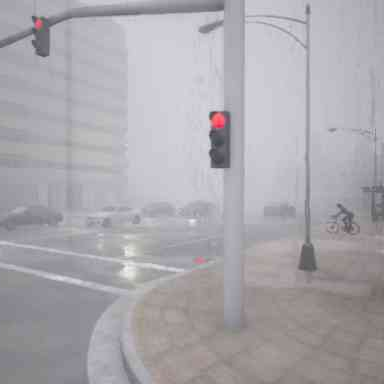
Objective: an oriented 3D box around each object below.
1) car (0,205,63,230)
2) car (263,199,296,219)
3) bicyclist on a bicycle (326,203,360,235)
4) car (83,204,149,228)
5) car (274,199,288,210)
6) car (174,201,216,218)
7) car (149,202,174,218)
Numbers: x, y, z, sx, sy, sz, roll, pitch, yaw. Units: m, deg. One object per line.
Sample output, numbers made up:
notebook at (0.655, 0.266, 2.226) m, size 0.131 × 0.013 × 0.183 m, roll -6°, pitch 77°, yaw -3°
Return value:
car at (-10.738, 1.612, 21.815) m, size 1.812 × 1.442 × 4.674 m, roll 0°, pitch 0°, yaw 33°
car at (8.377, 1.692, 31.619) m, size 1.882 × 1.535 × 5.008 m, roll 0°, pitch 0°, yaw 33°
bicyclist on a bicycle at (7.934, 1.434, 17.552) m, size 1.656 × 1.620 × 0.582 m, roll 0°, pitch -1°, yaw 33°
car at (-5.432, 1.642, 23.523) m, size 1.812 × 1.442 × 4.674 m, roll 0°, pitch 0°, yaw 33°
car at (13.109, 1.819, 49.091) m, size 1.837 × 1.490 × 4.892 m, roll 1°, pitch 0°, yaw 13°
car at (0.614, 1.694, 32.838) m, size 1.837 × 1.490 × 4.892 m, roll 0°, pitch 0°, yaw 33°
car at (-3.490, 1.703, 32.956) m, size 1.812 × 1.442 × 4.674 m, roll 0°, pitch 0°, yaw 33°
